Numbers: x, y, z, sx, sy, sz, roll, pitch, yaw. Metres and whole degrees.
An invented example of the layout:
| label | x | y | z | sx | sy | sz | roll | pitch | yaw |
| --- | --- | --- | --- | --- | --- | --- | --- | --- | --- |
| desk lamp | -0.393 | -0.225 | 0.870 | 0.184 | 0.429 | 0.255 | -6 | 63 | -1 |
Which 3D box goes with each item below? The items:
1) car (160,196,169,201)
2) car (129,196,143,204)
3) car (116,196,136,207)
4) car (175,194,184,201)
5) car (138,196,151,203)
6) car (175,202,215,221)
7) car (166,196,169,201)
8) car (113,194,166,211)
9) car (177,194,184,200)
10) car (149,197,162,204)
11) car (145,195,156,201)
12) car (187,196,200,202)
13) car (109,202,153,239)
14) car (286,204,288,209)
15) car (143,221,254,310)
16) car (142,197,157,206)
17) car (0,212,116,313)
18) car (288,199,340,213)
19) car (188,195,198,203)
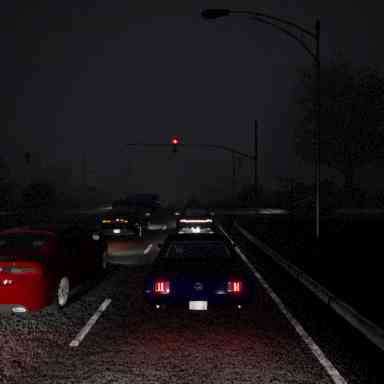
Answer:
| label | x | y | z | sx | sy | sz | roll | pitch | yaw |
| --- | --- | --- | --- | --- | --- | --- | --- | --- | --- |
| car | -6.794 | 1.595 | 83.191 | 1.895 | 1.301 | 4.718 | 0 | 0 | 0 |
| car | -10.400 | 1.526 | 62.433 | 1.812 | 1.442 | 4.674 | 0 | 0 | 0 |
| car | -10.484 | 1.491 | 53.168 | 2.128 | 1.511 | 4.902 | 0 | 0 | 1 |
| car | -3.289 | 1.532 | 84.646 | 2.033 | 1.411 | 5.357 | 0 | 0 | 0 |
| car | -10.322 | 1.540 | 72.520 | 2.033 | 1.411 | 5.357 | 0 | 0 | 0 |
| car | 0.151 | 1.491 | 17.023 | 2.128 | 1.511 | 4.902 | 0 | 0 | -1 |
| car | -6.821 | 1.478 | 73.208 | 1.882 | 1.535 | 5.008 | 0 | 0 | 0 |
| car | -6.158 | 1.222 | 37.303 | 5.566 | 2.045 | 2.150 | 0 | 0 | 3 |
| car | -3.222 | 1.328 | 95.054 | 1.882 | 1.535 | 5.008 | 0 | 0 | 1 |
| car | -6.890 | 1.601 | 63.447 | 1.895 | 1.301 | 4.718 | 0 | 0 | 1 |
| car | -10.295 | 1.540 | 82.824 | 2.033 | 1.411 | 5.357 | 0 | 0 | 0 |
| car | 0.108 | 1.504 | 50.366 | 1.837 | 1.490 | 4.892 | -1 | 0 | -1 |
| car | -3.358 | 1.505 | 17.286 | 1.837 | 1.490 | 4.892 | 0 | 0 | 0 |
| car | 13.676 | 1.526 | 39.642 | 4.674 | 1.442 | 1.812 | 0 | 0 | 5 |
| car | 0.119 | 1.601 | 7.761 | 1.895 | 1.301 | 4.718 | 0 | 0 | 0 |
| car | -6.956 | 1.564 | 54.686 | 1.994 | 1.385 | 4.181 | 0 | 0 | -1 |
| car | -3.382 | 1.478 | 7.788 | 1.882 | 1.535 | 5.008 | 0 | 0 | 0 |
| car | 13.410 | 1.490 | 36.154 | 4.902 | 1.511 | 2.128 | 0 | 0 | 3 |
| car | 0.188 | 1.523 | 74.181 | 2.128 | 1.511 | 4.902 | 0 | 0 | 0 |
